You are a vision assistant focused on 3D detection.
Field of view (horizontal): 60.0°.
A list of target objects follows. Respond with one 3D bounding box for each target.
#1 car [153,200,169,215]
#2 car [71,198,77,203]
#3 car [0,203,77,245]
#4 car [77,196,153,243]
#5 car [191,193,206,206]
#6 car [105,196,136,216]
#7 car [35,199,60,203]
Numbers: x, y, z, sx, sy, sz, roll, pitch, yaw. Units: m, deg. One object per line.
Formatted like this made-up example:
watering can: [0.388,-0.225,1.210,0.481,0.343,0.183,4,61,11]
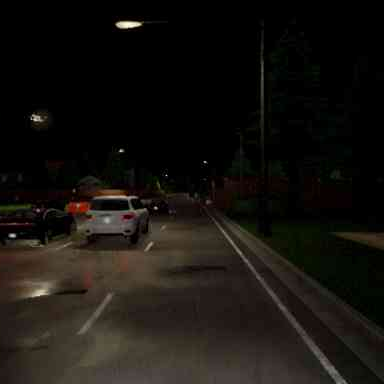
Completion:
car: [-3.398,1.494,33.337,1.994,1.385,4.181,0,0,0]
car: [-10.397,1.284,32.496,2.097,1.767,4.553,0,0,0]
car: [-6.899,1.460,15.244,2.128,1.511,4.902,0,0,0]
car: [-3.399,1.188,16.009,2.150,2.045,5.566,0,0,0]
car: [1.228,1.343,53.279,1.801,1.575,5.366,0,0,0]
car: [-6.898,1.284,32.486,2.097,1.767,4.553,0,0,0]
car: [-14.047,1.437,32.840,1.837,1.490,4.892,0,0,0]
